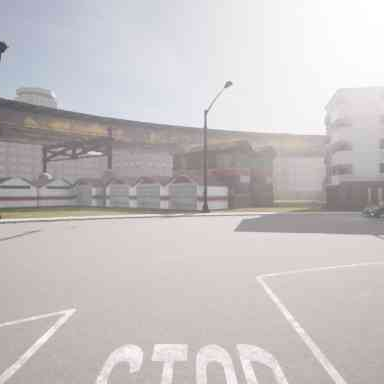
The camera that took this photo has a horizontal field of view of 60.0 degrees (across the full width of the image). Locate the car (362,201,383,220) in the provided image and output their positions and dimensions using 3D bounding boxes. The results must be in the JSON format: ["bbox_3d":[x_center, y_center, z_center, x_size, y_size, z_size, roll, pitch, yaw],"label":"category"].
[{"bbox_3d":[16.661,1.351,27.512,4.553,1.767,2.097,0,0,3],"label":"car"}]
